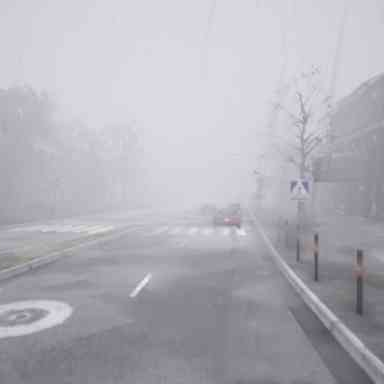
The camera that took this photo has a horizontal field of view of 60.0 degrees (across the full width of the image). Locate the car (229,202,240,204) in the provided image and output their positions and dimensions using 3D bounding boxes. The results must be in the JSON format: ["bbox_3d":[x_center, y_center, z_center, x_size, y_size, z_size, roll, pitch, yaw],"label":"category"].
[{"bbox_3d":[5.730,2.041,44.930,2.128,1.511,4.902,0,-1,9],"label":"car"}]

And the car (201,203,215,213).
[{"bbox_3d":[2.395,2.116,44.633,1.895,1.301,4.718,0,-1,9],"label":"car"}]

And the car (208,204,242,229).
[{"bbox_3d":[2.560,1.827,23.992,1.994,1.385,4.181,0,-1,9],"label":"car"}]
